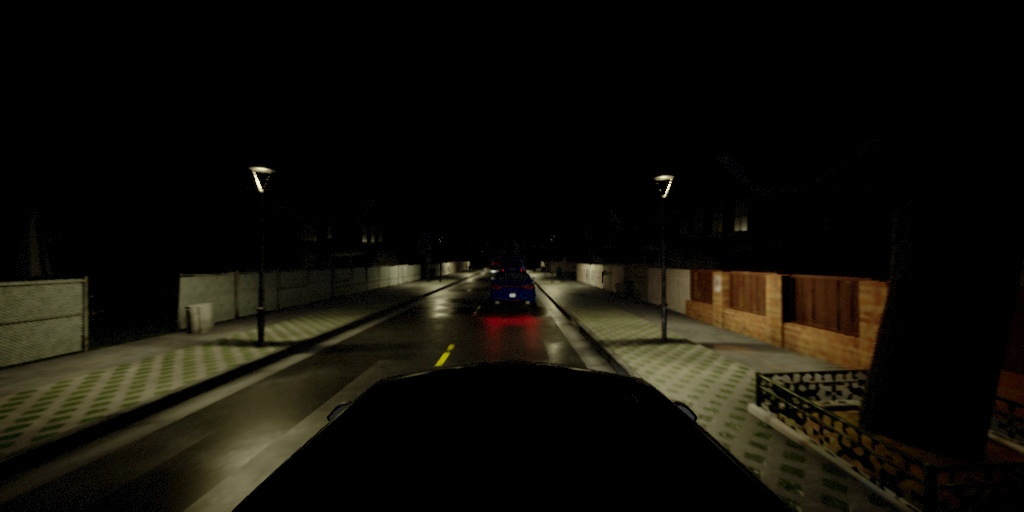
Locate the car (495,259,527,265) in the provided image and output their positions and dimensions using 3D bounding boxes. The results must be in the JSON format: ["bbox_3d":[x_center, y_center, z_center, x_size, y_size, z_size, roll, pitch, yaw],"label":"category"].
[{"bbox_3d":[0.033,1.259,29.444,2.150,2.045,5.566,0,0,0],"label":"car"}]

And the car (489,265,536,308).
[{"bbox_3d":[0.036,1.366,16.042,1.882,1.535,5.008,0,0,0],"label":"car"}]
